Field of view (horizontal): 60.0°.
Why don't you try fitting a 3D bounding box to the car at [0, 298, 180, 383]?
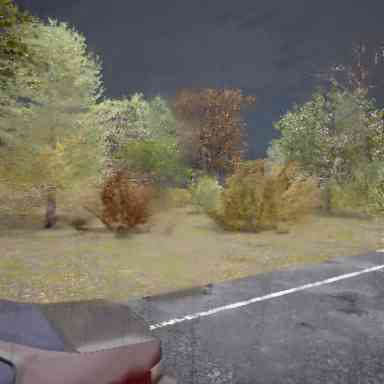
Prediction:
[{"bbox_3d":[-2.683,1.544,2.079,5.357,1.411,2.033,0,0,-36],"label":"car"}]
